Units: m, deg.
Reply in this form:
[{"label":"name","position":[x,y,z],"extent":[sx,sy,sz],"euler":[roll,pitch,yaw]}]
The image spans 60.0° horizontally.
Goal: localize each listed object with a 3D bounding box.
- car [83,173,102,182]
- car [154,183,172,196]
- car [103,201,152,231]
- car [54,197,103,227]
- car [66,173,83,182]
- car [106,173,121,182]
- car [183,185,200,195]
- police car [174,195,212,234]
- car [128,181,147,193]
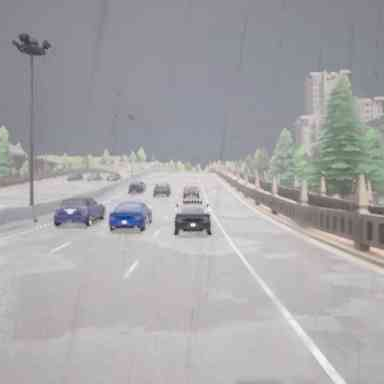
[{"label":"car","position":[-17.800,-2.698,60.812],"extent":[1.812,1.442,4.674],"euler":[0,7,0]},{"label":"car","position":[-3.580,-0.415,40.576],"extent":[2.128,1.511,4.902],"euler":[0,7,0]},{"label":"car","position":[-3.473,1.281,19.477],"extent":[1.882,1.535,5.008],"euler":[0,3,0]},{"label":"car","position":[-6.981,1.080,21.151],"extent":[2.097,1.767,4.553],"euler":[0,3,0]},{"label":"car","position":[-21.295,-2.720,60.792],"extent":[1.837,1.490,4.892],"euler":[0,7,0]},{"label":"car","position":[-14.308,-2.727,60.821],"extent":[2.128,1.511,4.902],"euler":[0,7,0]},{"label":"car","position":[-0.085,-0.149,39.179],"extent":[1.895,1.301,4.718],"euler":[0,7,0]},{"label":"police car","position":[0.032,1.267,18.402],"extent":[1.930,1.638,5.238],"euler":[0,2,0]},{"label":"car","position":[-7.095,-0.745,43.566],"extent":[1.837,1.490,4.892],"euler":[0,7,0]}]
